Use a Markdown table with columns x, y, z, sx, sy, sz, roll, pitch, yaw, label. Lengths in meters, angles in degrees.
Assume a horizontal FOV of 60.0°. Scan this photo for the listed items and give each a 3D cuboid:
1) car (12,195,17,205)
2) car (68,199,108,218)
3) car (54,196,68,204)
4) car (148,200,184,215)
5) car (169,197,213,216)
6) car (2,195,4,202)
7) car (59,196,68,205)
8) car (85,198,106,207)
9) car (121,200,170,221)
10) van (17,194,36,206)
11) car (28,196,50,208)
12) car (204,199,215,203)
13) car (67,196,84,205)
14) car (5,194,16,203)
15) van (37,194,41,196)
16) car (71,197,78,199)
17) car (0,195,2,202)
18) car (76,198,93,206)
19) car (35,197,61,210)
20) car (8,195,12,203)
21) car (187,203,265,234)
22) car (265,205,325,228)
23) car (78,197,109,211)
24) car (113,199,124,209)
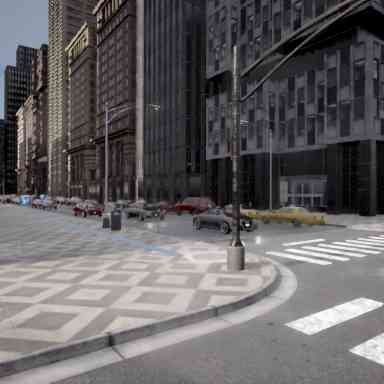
| x | y | z | sx | sy | sz | roll | pitch | yaw | label |
| --- | --- | --- | --- | --- | --- | --- | --- | --- | --- |
| -32.471 | 1.705 | 63.318 | 1.752 | 1.417 | 4.829 | 0 | 0 | -35 | car |
| -9.917 | 1.612 | 31.446 | 1.887 | 1.381 | 4.507 | 0 | 0 | -35 | car |
| -28.854 | 1.668 | 72.965 | 1.967 | 1.590 | 4.097 | 0 | 0 | -35 | car |
| -2.968 | 1.643 | 36.384 | 1.887 | 1.381 | 4.507 | 0 | 0 | -35 | car |
| 0.267 | 1.398 | 31.812 | 2.192 | 1.841 | 5.009 | 0 | 0 | -35 | car |
| -42.277 | 1.814 | 77.175 | 1.802 | 1.307 | 4.206 | 0 | 0 | -35 | car |
| -23.534 | 1.780 | 60.840 | 1.895 | 1.301 | 4.718 | 0 | 0 | -36 | car |
| -15.911 | 1.727 | 54.675 | 1.947 | 1.339 | 4.313 | 0 | 0 | -35 | car |
| -3.946 | 1.623 | 27.630 | 1.994 | 1.385 | 4.181 | 0 | 0 | -35 | car |
| -29.333 | 1.505 | 58.884 | 1.690 | 1.788 | 3.998 | 0 | 0 | -35 | van |
| -22.861 | 1.712 | 49.737 | 1.802 | 1.307 | 4.206 | 0 | 0 | -35 | car |
| 3.405 | 1.594 | 27.377 | 1.752 | 1.417 | 4.829 | 0 | 0 | -35 | car |
| -22.383 | 1.634 | 63.820 | 1.967 | 1.590 | 4.097 | 0 | 0 | -35 | car |
| -39.041 | 1.529 | 72.603 | 2.192 | 1.841 | 5.009 | 0 | 0 | -35 | car |
| -38.562 | 1.622 | 86.684 | 1.690 | 1.788 | 3.998 | 0 | 0 | -35 | van |
| -17.516 | 1.654 | 52.339 | 1.837 | 1.490 | 4.892 | 0 | 0 | -35 | car |
| -45.512 | 1.690 | 81.748 | 1.967 | 1.590 | 4.097 | 0 | 0 | -35 | car |
| -19.147 | 1.760 | 59.248 | 1.802 | 1.307 | 4.206 | 0 | 0 | -35 | car |
| -19.625 | 1.696 | 45.164 | 1.802 | 1.307 | 4.206 | 0 | 0 | -35 | car |
| -35.804 | 1.779 | 68.029 | 1.802 | 1.307 | 4.206 | 0 | 0 | -35 | car |
| 1.842 | 1.596 | 19.448 | 1.994 | 1.385 | 4.181 | 0 | 0 | -35 | car |
| 6.641 | 1.579 | 22.805 | 1.752 | 1.417 | 4.829 | 0 | 0 | -35 | car |
| -11.005 | 1.599 | 37.623 | 1.837 | 1.490 | 4.892 | 0 | -1 | -35 | car |
| -9.440 | 1.680 | 45.530 | 2.008 | 1.369 | 4.403 | 0 | 0 | -35 | car |
